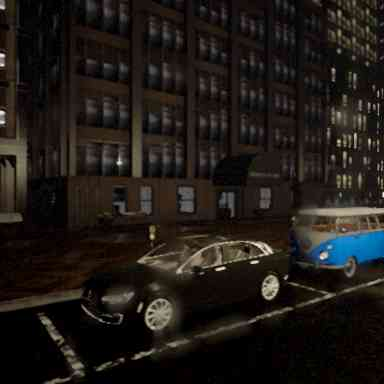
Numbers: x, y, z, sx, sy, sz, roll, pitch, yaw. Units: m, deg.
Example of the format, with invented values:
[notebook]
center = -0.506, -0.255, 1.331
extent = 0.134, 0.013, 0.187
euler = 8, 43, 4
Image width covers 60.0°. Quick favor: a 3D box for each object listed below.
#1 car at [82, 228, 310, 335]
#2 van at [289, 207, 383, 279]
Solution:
[car]
center = 0.096, 1.562, 6.634
extent = 4.403, 1.369, 2.008
euler = 0, 0, -36
[van]
center = 4.590, 1.369, 9.844
extent = 3.998, 1.788, 1.690
euler = 0, 0, -36
